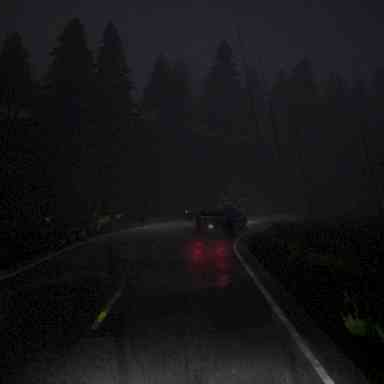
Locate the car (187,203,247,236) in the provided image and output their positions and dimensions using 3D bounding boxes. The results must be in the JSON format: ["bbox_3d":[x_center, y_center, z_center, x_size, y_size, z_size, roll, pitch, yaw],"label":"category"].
[{"bbox_3d":[1.708,1.390,17.996,2.128,1.511,4.902,0,0,20],"label":"car"}]

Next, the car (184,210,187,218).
[{"bbox_3d":[1.588,1.462,24.468,1.895,1.301,4.718,0,0,42],"label":"car"}]
